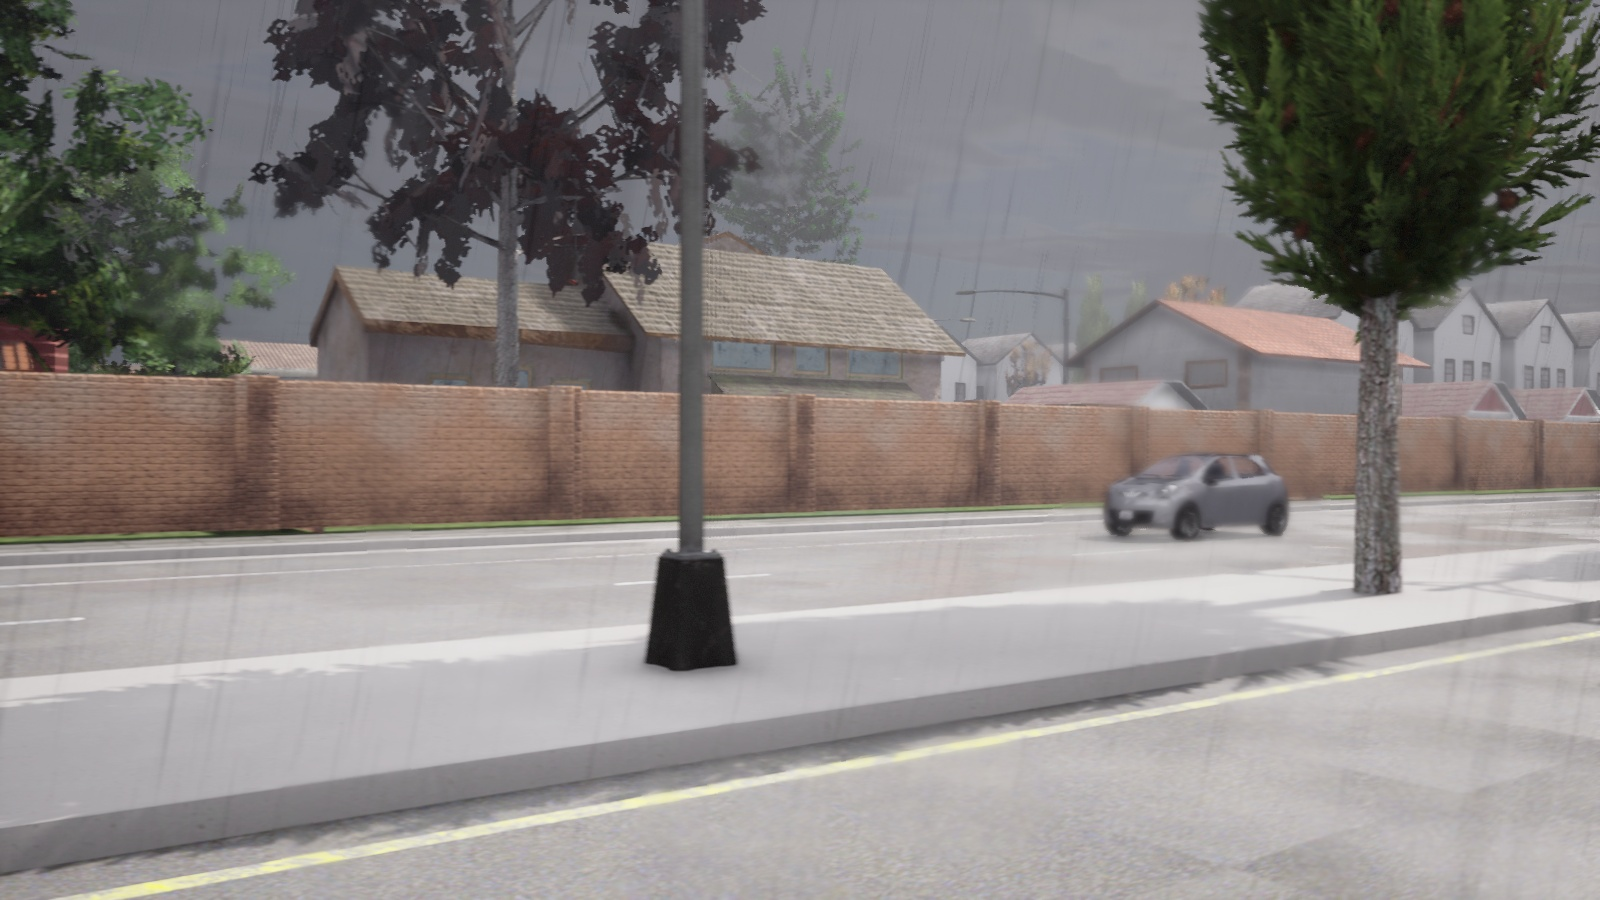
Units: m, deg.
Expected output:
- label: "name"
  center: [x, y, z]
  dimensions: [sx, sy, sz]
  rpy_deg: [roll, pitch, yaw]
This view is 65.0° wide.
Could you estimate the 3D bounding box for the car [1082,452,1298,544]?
- label: "car"
  center: [7.030, 0.799, 22.555]
  dimensions: [3.633, 1.501, 1.845]
  rpy_deg: [0, 0, -35]
